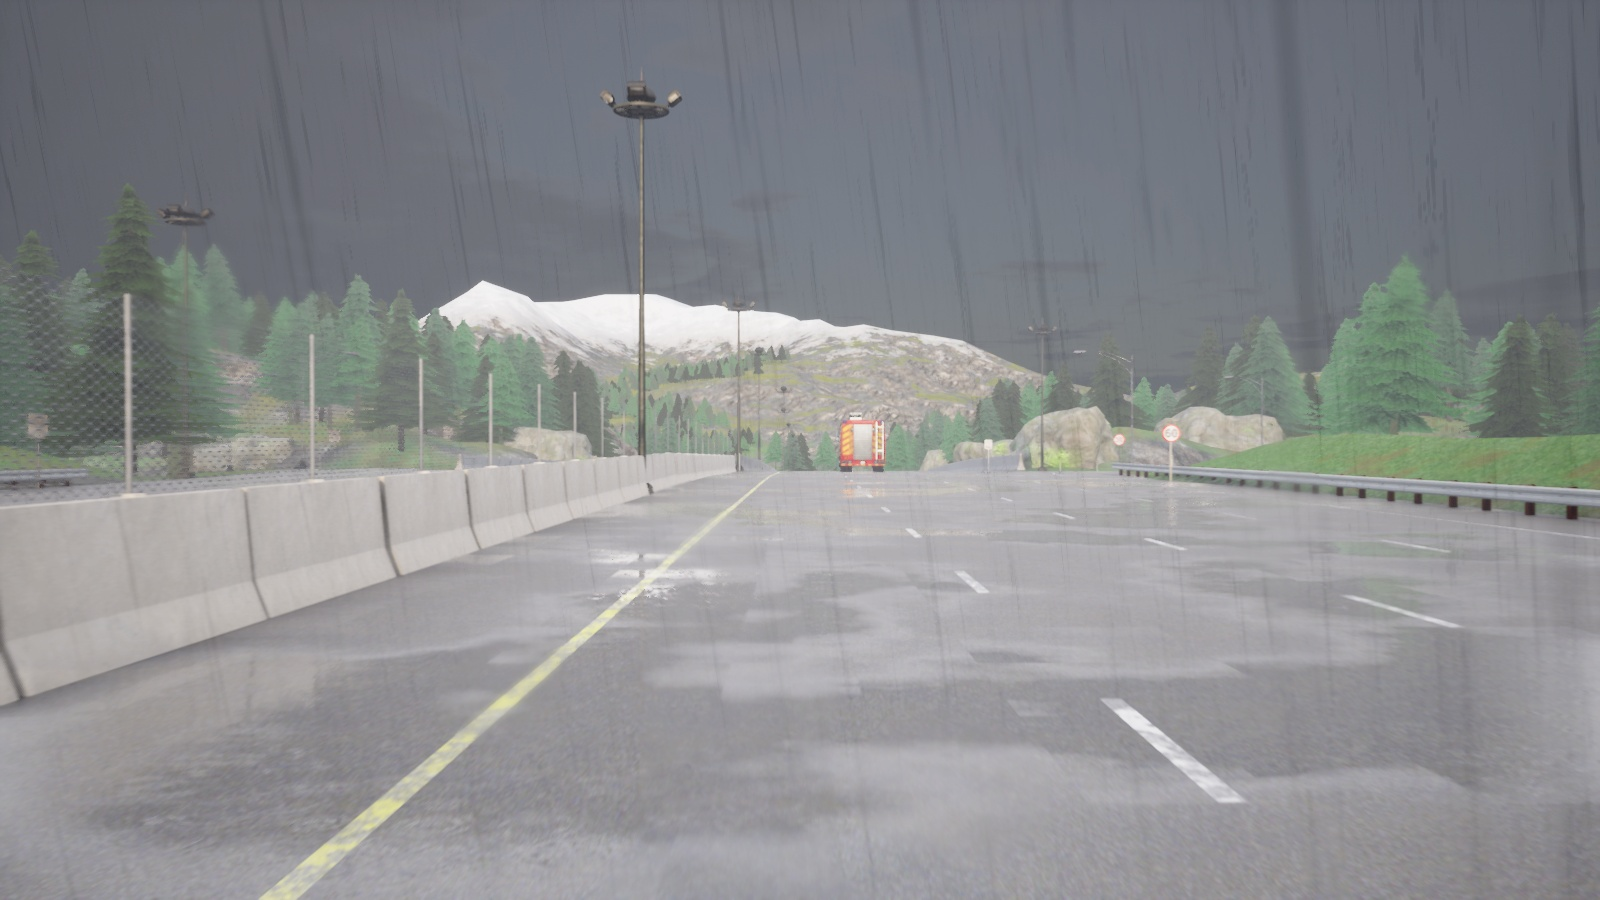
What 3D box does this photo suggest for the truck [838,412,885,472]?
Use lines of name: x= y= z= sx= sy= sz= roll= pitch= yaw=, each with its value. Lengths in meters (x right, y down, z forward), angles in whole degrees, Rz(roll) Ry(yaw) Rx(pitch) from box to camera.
truck: x=4.083 y=-0.430 z=84.560 sx=2.891 sy=3.827 sz=8.468 roll=0 pitch=-1 yaw=1
